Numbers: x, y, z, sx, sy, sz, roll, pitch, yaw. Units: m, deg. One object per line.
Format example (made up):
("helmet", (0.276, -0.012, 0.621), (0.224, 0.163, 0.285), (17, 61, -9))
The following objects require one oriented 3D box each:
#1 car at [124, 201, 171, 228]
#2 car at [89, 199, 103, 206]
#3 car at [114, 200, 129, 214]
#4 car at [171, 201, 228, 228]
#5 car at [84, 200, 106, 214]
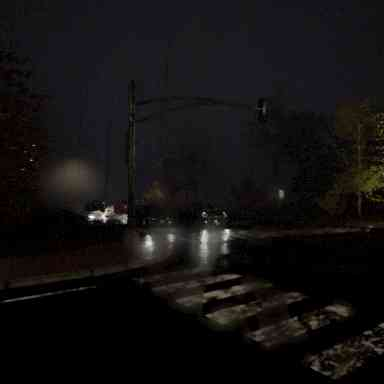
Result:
("car", (-3.027, 1.654, 23.653), (1.837, 1.490, 4.892), (1, 0, -27))
("car", (-21.203, 2.236, 73.364), (2.033, 1.411, 5.357), (1, -1, -27))
("car", (-7.855, 1.705, 40.141), (2.097, 1.767, 4.553), (1, -1, -27))
("car", (0.635, 1.522, 23.703), (2.097, 1.767, 4.553), (1, -1, -28))
("car", (-12.050, 1.947, 41.188), (1.895, 1.301, 4.718), (1, -1, -27))
